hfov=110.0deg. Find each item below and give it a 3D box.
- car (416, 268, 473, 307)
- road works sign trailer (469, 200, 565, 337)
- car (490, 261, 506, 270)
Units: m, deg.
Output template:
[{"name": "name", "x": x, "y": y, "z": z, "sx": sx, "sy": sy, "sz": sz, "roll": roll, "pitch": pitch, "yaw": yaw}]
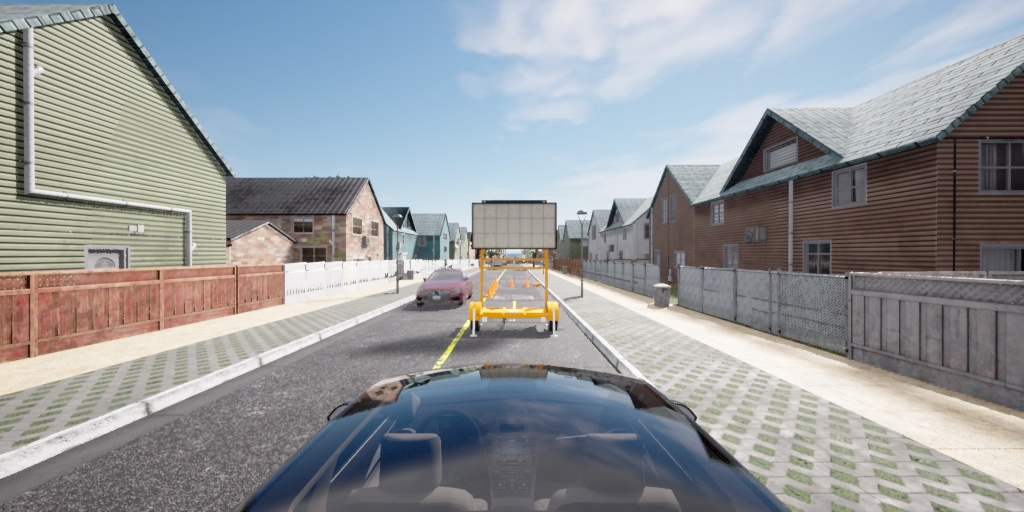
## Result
[{"name": "car", "x": -2.761, "y": 1.280, "z": 15.531, "sx": 1.812, "sy": 1.442, "sz": 4.674, "roll": 0, "pitch": 0, "yaw": 0}, {"name": "road works sign trailer", "x": 0.063, "y": 0.214, "z": 10.276, "sx": 2.380, "sy": 3.560, "sz": 2.880, "roll": 0, "pitch": 0, "yaw": 1}, {"name": "car", "x": -2.496, "y": 1.463, "z": 56.584, "sx": 2.033, "sy": 1.411, "sz": 5.357, "roll": 0, "pitch": 0, "yaw": 0}]
